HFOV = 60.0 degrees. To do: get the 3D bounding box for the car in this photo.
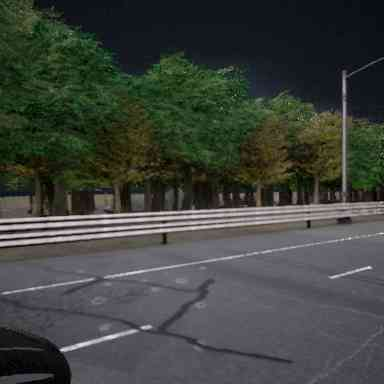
[{"bbox_3d":[-3.145,1.486,1.504,5.008,1.535,1.882,0,0,-35],"label":"car"}]
